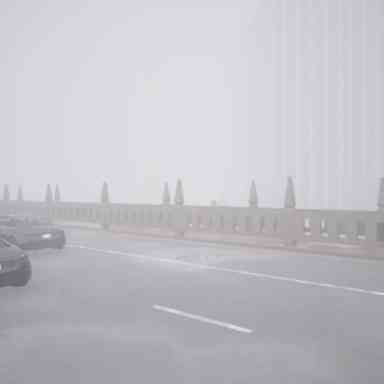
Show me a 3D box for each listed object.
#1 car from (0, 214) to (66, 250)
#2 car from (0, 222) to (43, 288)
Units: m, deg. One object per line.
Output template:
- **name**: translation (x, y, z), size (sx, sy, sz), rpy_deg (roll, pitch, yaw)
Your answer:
- **car**: translation (-6.897, 1.566, 13.209), size (4.181, 1.385, 1.994), rpy_deg (0, 0, 35)
- **car**: translation (-5.783, 1.565, 8.115), size (4.181, 1.385, 1.994), rpy_deg (0, 0, 36)
